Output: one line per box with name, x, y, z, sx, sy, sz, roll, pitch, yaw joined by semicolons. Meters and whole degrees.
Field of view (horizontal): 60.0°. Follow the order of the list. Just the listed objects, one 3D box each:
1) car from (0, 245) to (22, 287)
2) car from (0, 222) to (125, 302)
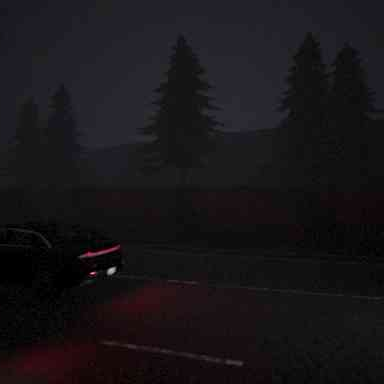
car;-4.959;1.530;4.686;4.674;1.442;1.812;0;0;20
car;-4.007;1.500;8.074;4.902;1.511;2.128;0;0;20
